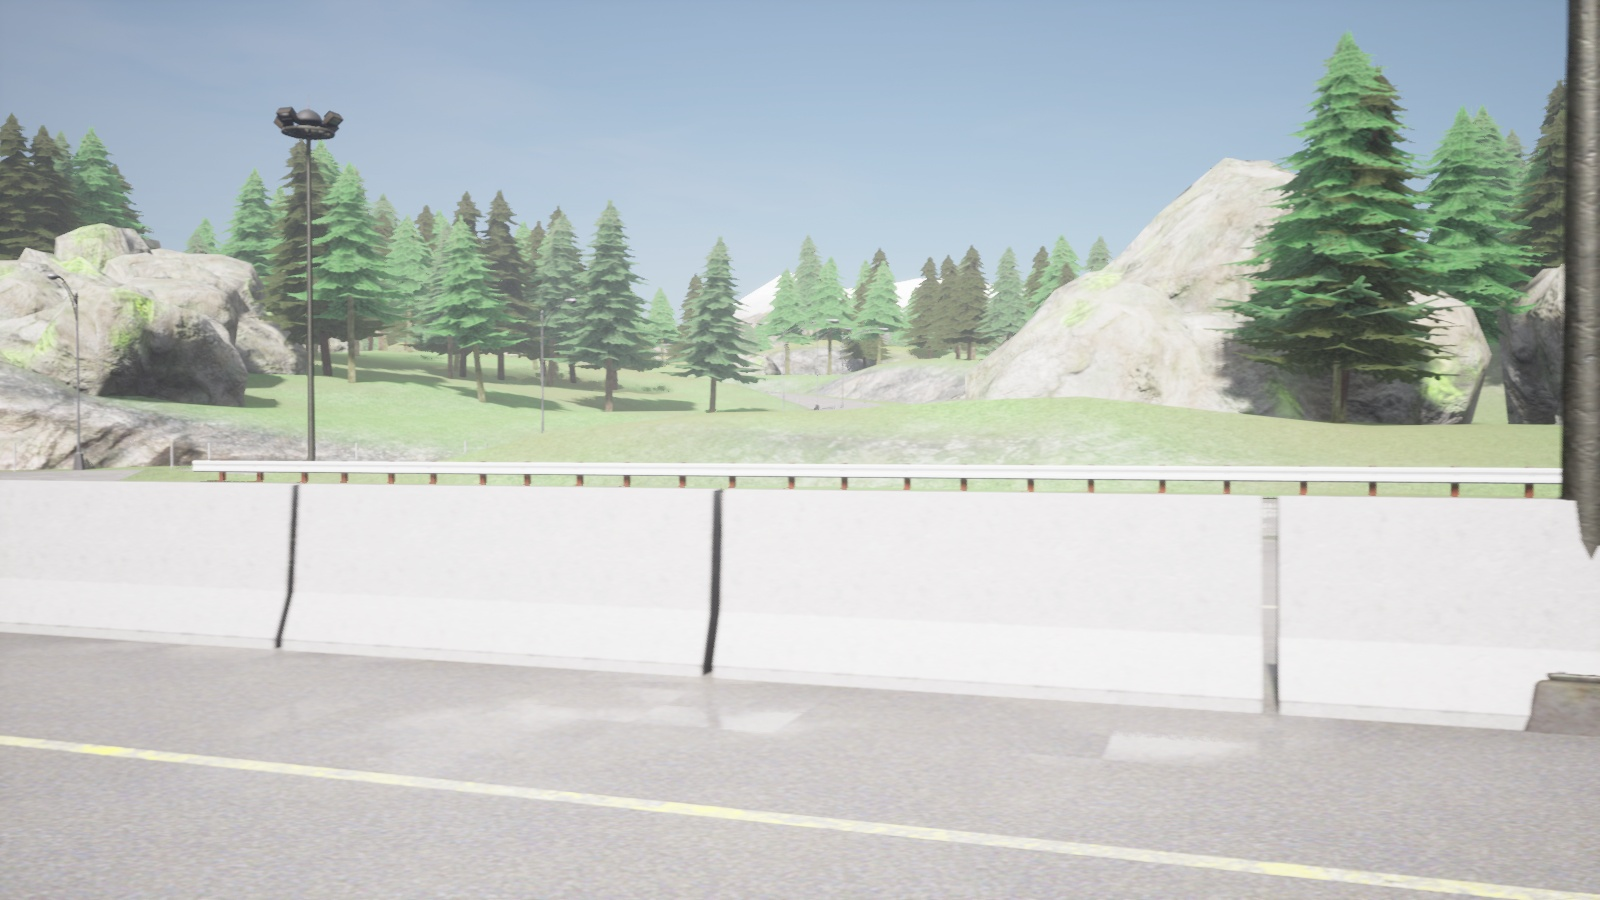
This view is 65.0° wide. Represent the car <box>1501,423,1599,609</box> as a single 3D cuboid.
[{"bbox_3d":[8.764,0.576,11.320,3.988,1.617,1.851,1,1,19],"label":"car"}]
